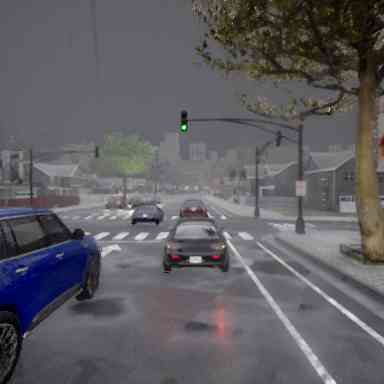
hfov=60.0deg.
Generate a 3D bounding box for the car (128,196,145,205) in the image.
[{"bbox_3d":[-9.760,1.484,58.443,2.033,1.411,5.357,0,0,1],"label":"car"}]

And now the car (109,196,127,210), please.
[{"bbox_3d":[-9.812,1.314,43.063,2.097,1.767,4.553,0,0,0],"label":"car"}]

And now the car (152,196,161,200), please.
[{"bbox_3d":[-6.510,1.440,59.084,1.837,1.490,4.892,0,0,1],"label":"car"}]

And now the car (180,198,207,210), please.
[{"bbox_3d":[0.114,1.335,26.932,2.097,1.767,4.553,0,0,0],"label":"car"}]

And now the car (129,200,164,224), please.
[{"bbox_3d":[-3.138,1.550,24.252,1.994,1.385,4.181,0,0,0],"label":"car"}]

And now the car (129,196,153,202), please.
[{"bbox_3d":[-6.567,1.563,42.543,1.895,1.301,4.718,0,0,0],"label":"car"}]

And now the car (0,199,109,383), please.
[{"bbox_3d":[-3.157,1.220,5.232,2.150,2.045,5.566,0,0,0],"label":"car"}]

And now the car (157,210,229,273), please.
[{"bbox_3d":[0.151,1.522,10.598,1.812,1.442,4.674,0,0,1],"label":"car"}]
